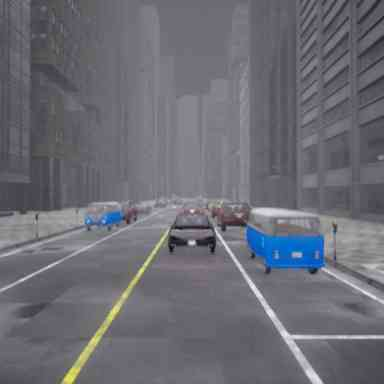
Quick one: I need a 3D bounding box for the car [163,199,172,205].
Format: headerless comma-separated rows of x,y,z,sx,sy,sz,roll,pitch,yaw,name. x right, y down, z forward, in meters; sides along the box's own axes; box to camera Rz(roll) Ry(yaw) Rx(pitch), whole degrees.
-5.752,2.294,77.753,1.752,1.417,4.829,0,-1,0,car

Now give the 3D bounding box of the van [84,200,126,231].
-5.759,1.554,21.833,1.690,1.788,3.998,0,-1,0,van

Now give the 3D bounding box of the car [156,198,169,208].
-5.754,2.039,61.097,1.967,1.590,4.097,0,-1,0,car

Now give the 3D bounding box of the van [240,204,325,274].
2.765,1.445,10.625,1.690,1.788,3.998,0,-1,0,van

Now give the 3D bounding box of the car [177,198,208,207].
0.006,1.633,29.068,2.097,1.767,4.553,0,-1,0,car

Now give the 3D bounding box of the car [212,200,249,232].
2.766,1.528,21.843,2.192,1.841,5.009,0,-1,0,car

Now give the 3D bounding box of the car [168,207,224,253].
0.006,1.632,14.296,2.128,1.511,4.902,0,0,0,car

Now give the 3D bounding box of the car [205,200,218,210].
3.153,2.030,53.764,1.837,1.490,4.892,0,-1,0,car

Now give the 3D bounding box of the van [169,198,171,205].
-5.753,1.996,66.707,1.690,1.788,3.998,0,-1,0,van

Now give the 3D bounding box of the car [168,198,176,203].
-5.750,2.520,94.750,1.947,1.339,4.313,0,-1,0,car

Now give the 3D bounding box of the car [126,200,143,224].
-5.758,1.582,27.443,2.192,1.841,5.009,0,-1,0,car

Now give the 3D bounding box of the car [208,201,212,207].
2.768,1.867,33.058,1.887,1.381,4.507,0,-1,0,car

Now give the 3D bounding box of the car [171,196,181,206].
-2.990,2.194,70.990,1.837,1.490,4.892,0,-1,0,car

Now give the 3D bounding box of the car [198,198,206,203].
2.775,2.504,94.754,2.008,1.369,4.403,0,-1,0,car

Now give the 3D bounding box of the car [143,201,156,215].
-5.757,1.928,38.659,2.008,1.369,4.403,0,-1,0,car
